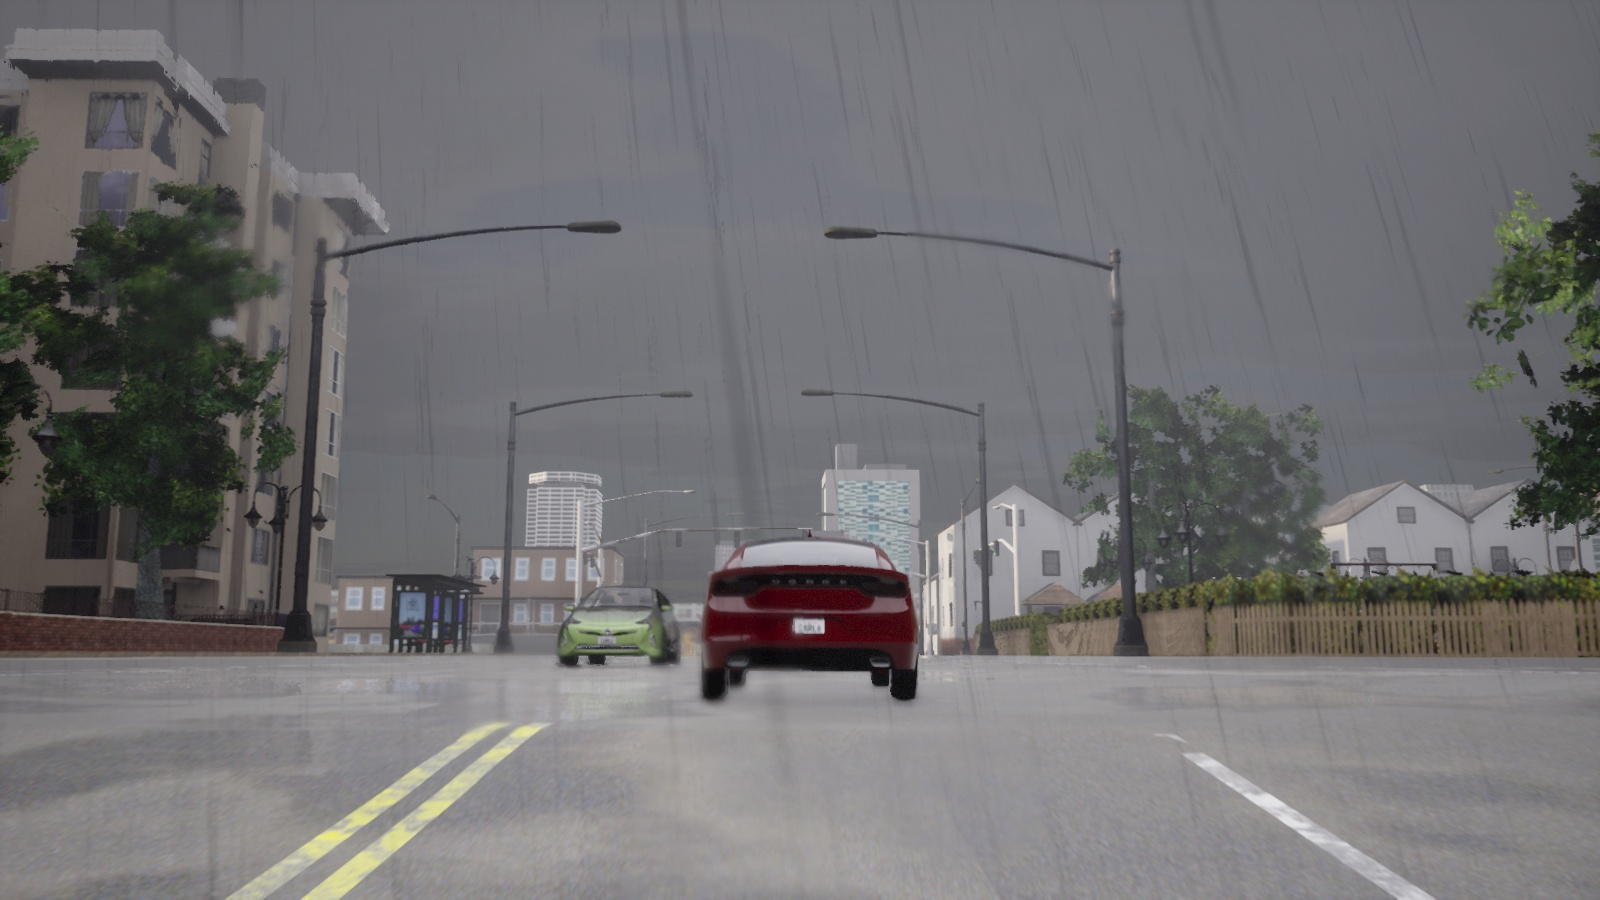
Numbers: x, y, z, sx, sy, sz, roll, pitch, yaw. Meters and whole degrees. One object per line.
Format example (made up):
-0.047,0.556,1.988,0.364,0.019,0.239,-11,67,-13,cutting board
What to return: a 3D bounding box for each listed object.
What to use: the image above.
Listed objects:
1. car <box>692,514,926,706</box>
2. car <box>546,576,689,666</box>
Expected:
0.088,1.661,12.666,1.882,1.535,5.008,0,-8,0,car
-3.350,3.307,23.946,2.007,1.525,4.514,0,-9,0,car
